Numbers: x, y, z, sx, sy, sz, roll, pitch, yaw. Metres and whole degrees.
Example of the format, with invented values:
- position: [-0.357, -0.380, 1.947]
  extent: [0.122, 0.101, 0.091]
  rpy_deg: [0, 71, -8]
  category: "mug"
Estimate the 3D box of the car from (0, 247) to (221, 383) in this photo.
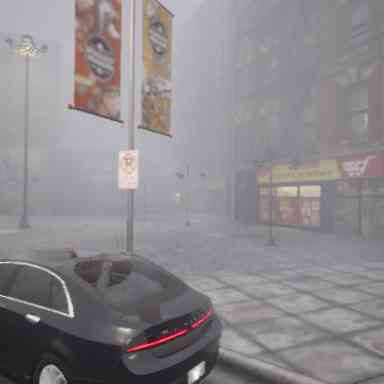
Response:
- position: [-1.946, 1.553, 4.709]
  extent: [4.892, 1.490, 1.837]
  rpy_deg: [0, -1, 35]
  category: "car"
